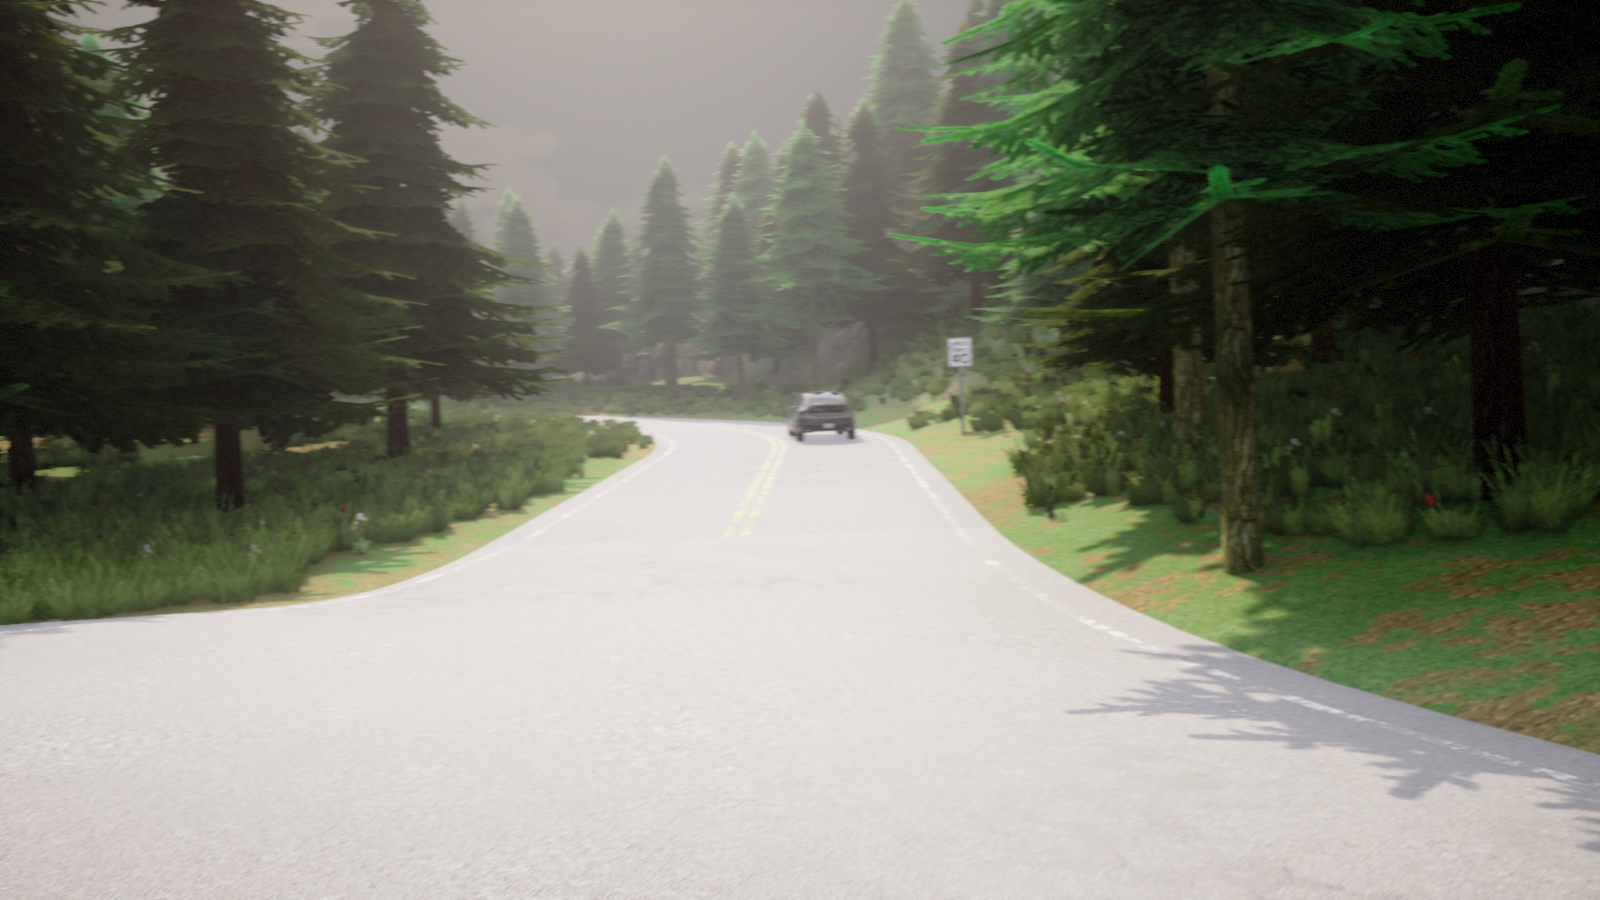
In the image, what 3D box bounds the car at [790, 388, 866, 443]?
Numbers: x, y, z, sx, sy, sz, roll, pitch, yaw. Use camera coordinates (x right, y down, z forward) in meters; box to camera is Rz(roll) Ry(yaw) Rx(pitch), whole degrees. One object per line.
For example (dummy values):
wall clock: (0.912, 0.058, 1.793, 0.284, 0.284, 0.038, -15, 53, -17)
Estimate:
car: (0.833, -1.159, 40.242, 1.837, 1.490, 4.892, -3, 4, -5)
